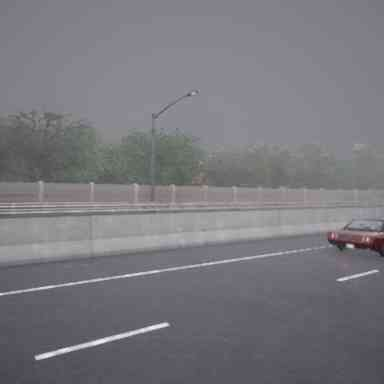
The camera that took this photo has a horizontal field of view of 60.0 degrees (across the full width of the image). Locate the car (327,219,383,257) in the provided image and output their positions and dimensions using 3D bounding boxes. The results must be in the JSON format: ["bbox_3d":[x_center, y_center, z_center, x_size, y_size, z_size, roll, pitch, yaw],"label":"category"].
[{"bbox_3d":[7.681,1.741,13.558,4.718,1.301,1.895,1,0,-35],"label":"car"}]
